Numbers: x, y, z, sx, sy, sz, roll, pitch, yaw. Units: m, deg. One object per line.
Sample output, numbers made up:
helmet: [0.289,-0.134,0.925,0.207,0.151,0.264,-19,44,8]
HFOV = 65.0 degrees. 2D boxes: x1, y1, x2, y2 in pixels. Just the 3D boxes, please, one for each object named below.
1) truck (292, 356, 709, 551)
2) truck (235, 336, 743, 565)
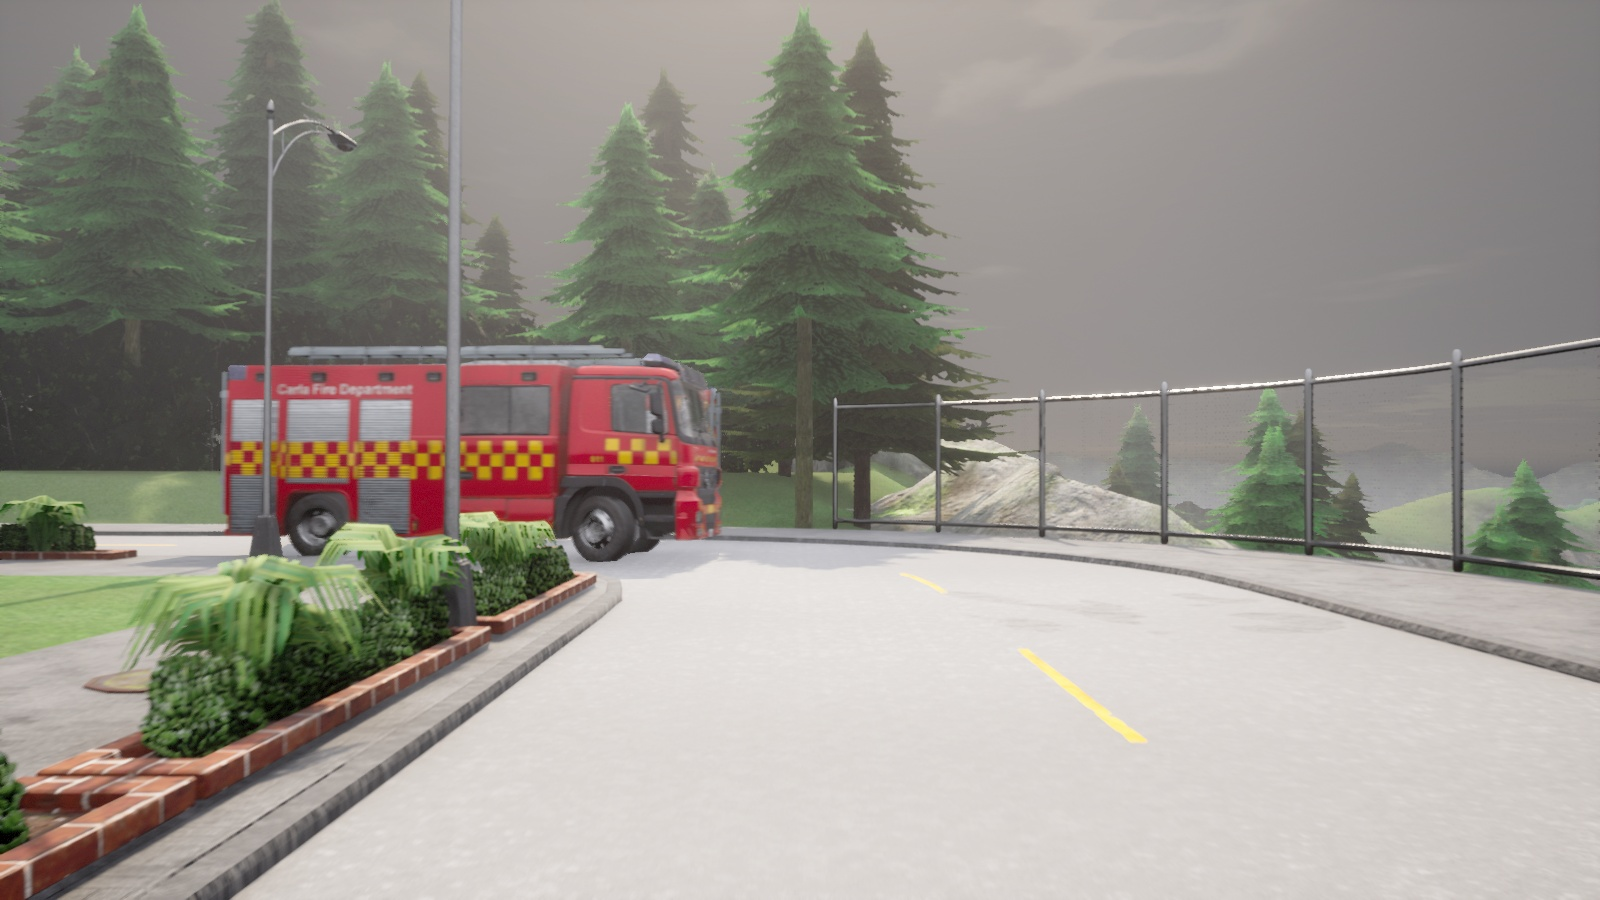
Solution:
truck: [-6.457,0.132,27.217,8.468,3.827,2.891,0,-1,16]
truck: [-5.456,0.055,22.860,8.468,3.827,2.891,0,-1,6]
